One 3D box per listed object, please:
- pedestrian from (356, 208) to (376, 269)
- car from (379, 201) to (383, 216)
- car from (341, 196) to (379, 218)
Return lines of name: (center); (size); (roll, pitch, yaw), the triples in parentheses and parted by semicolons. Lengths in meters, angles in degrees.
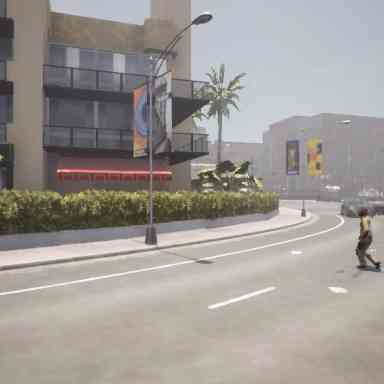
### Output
pedestrian: (5.008, 1.294, 9.654); (0.375, 1.860, 0.375); (0, 0, -45)
car: (19.202, 1.601, 33.048); (1.895, 1.301, 4.718); (0, 0, 10)
car: (14.814, 1.352, 29.897); (2.097, 1.767, 4.553); (0, 0, 15)
